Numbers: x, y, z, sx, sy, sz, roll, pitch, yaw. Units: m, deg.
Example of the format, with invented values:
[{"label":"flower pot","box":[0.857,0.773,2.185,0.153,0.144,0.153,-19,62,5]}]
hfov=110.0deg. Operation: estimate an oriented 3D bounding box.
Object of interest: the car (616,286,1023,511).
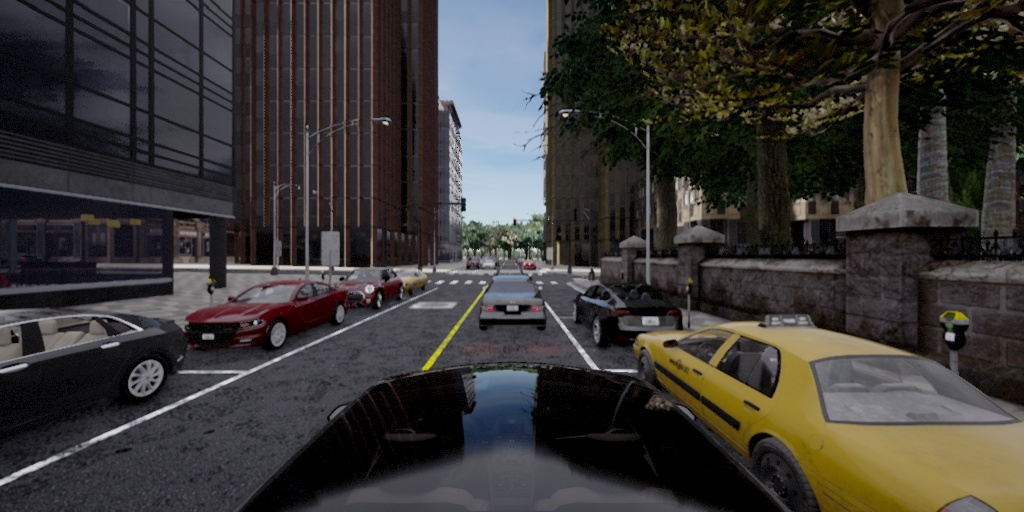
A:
[{"label":"car","box":[2.750,1.276,3.854,1.751,1.417,4.829,0,0,0]}]

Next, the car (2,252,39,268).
[{"label":"car","box":[-48.435,0.349,34.275,4.902,1.511,2.128,1,0,0]}]

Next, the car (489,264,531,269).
[{"label":"car","box":[-0.120,1.356,20.742,1.895,1.301,4.718,0,0,0]}]

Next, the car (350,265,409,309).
[{"label":"car","box":[-5.844,1.193,14.541,1.967,1.591,4.097,0,0,0]}]

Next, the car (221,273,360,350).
[{"label":"car","box":[-5.809,1.296,9.084,1.888,1.381,4.507,0,0,0]}]

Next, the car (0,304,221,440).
[{"label":"car","box":[-5.773,1.301,3.627,2.007,1.370,4.403,0,0,0]}]

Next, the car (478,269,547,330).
[{"label":"car","box":[0.012,1.299,11.097,2.033,1.411,5.357,0,0,0]}]

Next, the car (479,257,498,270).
[{"label":"car","box":[-3.412,1.297,52.600,1.812,1.442,4.674,0,0,0]}]

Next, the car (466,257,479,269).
[{"label":"car","box":[-6.118,1.089,57.405,2.192,1.841,5.009,0,0,0]}]

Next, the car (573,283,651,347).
[{"label":"car","box":[2.716,1.317,9.141,1.948,1.339,4.313,0,0,0]}]

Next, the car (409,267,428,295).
[{"label":"car","box":[-5.877,1.280,19.828,1.751,1.417,4.829,0,0,0]}]

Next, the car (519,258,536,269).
[{"label":"car","box":[2.442,1.211,52.022,1.967,1.591,4.097,0,0,0]}]
